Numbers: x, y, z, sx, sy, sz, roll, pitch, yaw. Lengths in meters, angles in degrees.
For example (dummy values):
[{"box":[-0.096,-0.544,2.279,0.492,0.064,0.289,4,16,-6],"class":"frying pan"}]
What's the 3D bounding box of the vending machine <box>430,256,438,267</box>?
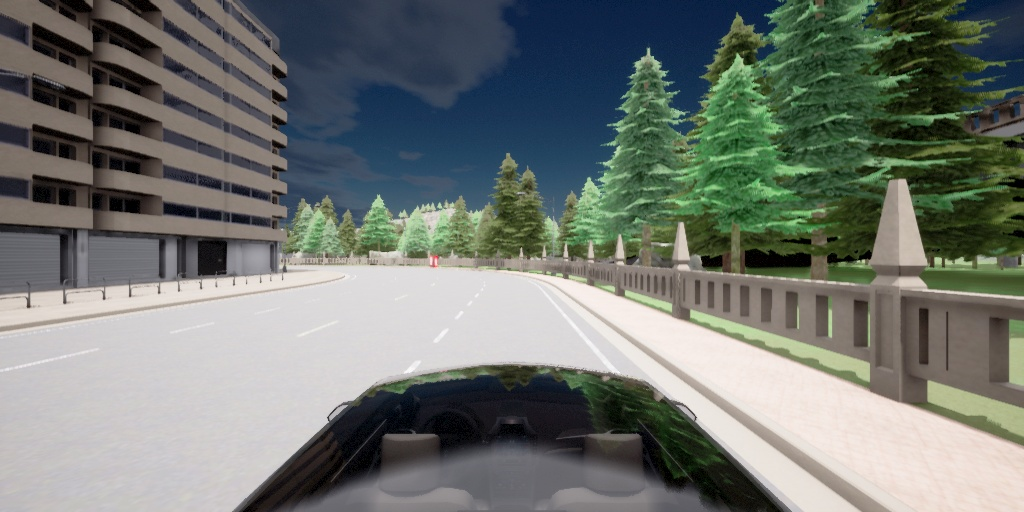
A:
[{"box":[-12.548,0.927,57.641,0.880,2.100,1.100,0,0,41],"class":"vending machine"}]
